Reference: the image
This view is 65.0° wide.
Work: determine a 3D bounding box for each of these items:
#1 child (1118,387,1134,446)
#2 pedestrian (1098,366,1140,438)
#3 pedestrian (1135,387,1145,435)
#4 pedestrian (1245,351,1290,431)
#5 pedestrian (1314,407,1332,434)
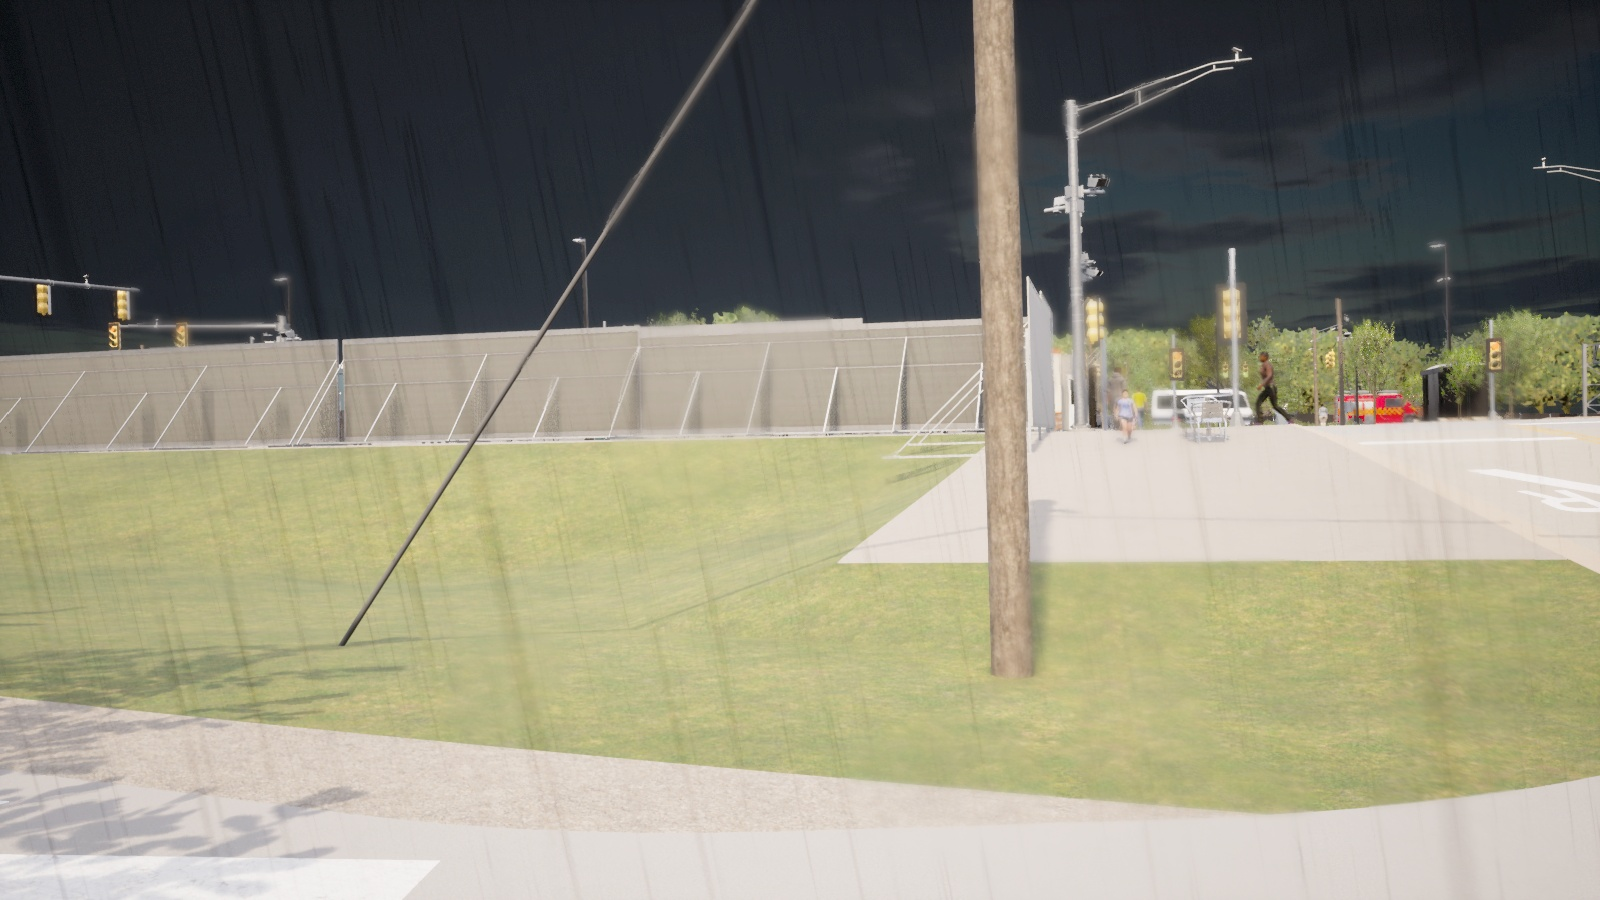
[{"bbox_3d":[6.301,-0.643,24.255,0.255,1.110,0.394,-1,0,11],"label":"child"},{"bbox_3d":[8.839,-1.330,34.821,0.873,1.952,0.659,-1,0,-28],"label":"pedestrian"},{"bbox_3d":[13.198,-1.516,48.743,0.354,1.836,0.706,-1,0,14],"label":"pedestrian"},{"bbox_3d":[10.814,-1.356,29.047,0.869,1.805,0.328,-1,0,4],"label":"pedestrian"},{"bbox_3d":[36.435,-2.056,87.510,0.874,1.855,0.900,-1,0,4],"label":"pedestrian"}]
